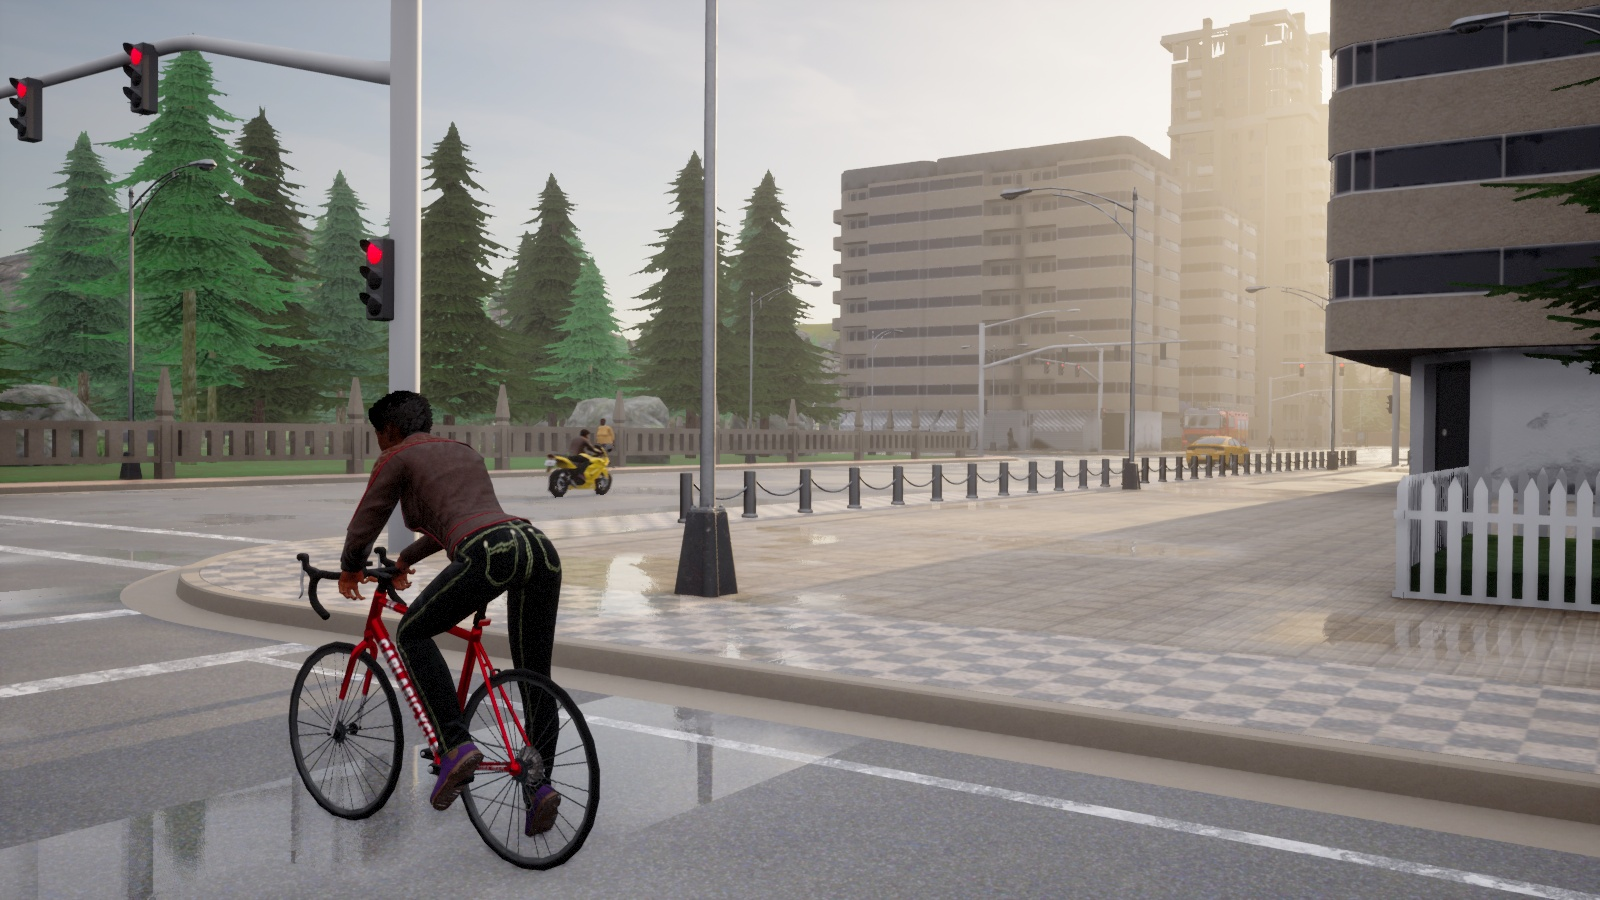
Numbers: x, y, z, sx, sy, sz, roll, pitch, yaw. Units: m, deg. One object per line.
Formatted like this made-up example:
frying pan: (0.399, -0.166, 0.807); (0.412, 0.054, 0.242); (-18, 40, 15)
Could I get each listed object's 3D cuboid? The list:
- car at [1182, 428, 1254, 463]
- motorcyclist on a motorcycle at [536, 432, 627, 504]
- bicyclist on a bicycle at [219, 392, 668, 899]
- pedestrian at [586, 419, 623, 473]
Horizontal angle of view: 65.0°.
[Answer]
car: (19.315, -0.256, 57.875); (1.882, 1.535, 5.008); (0, 1, 34)
motorcyclist on a motorcycle: (-4.832, 0.376, 27.899); (0.797, 1.523, 2.044); (0, 1, 34)
bicyclist on a bicycle: (-1.313, 0.635, 4.495); (1.656, 1.620, 0.582); (0, 1, 34)
pedestrian: (-6.769, -0.142, 43.430); (0.874, 1.855, 0.900); (0, 1, 33)
